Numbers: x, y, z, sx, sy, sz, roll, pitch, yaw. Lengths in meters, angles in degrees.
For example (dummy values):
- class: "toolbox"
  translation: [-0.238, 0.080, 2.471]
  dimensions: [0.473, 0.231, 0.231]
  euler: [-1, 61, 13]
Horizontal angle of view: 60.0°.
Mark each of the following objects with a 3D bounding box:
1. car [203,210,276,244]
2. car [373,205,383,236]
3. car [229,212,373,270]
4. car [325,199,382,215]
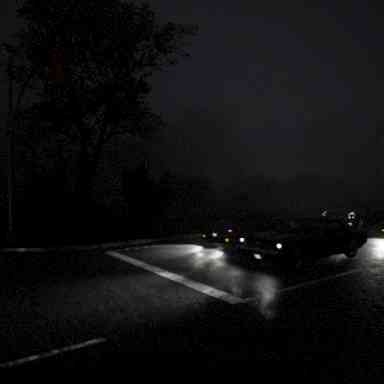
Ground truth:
- class: "car"
  translation: [2.524, 1.501, 14.383]
  dimensions: [4.181, 1.385, 1.994]
  euler: [0, 0, -35]
- class: "car"
  translation: [10.879, 1.453, 16.051]
  dimensions: [4.181, 1.385, 1.994]
  euler: [0, 0, -36]
- class: "car"
  translation: [3.708, 1.544, 10.932]
  dimensions: [4.718, 1.301, 1.895]
  euler: [0, 0, -35]
- class: "car"
  translation: [9.528, 1.237, 19.373]
  dimensions: [4.553, 1.767, 2.097]
  euler: [0, 0, -36]
